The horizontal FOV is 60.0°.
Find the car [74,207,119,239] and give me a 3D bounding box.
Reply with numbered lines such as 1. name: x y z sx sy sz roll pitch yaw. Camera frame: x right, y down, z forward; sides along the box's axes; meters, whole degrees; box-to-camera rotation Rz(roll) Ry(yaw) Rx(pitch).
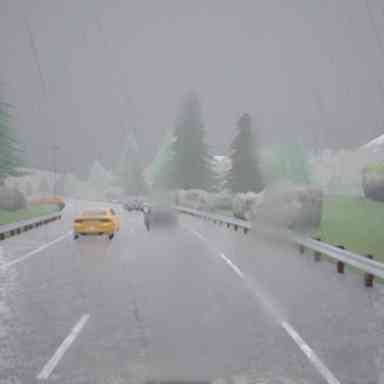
1. car: -5.017 1.543 17.888 1.882 1.535 5.008 0 0 -8

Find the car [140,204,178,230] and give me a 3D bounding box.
1. car: -2.188 1.670 21.970 1.895 1.301 4.718 0 0 -11

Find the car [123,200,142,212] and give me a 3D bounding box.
1. car: -7.106 1.683 40.239 2.033 1.411 5.357 0 0 -19
